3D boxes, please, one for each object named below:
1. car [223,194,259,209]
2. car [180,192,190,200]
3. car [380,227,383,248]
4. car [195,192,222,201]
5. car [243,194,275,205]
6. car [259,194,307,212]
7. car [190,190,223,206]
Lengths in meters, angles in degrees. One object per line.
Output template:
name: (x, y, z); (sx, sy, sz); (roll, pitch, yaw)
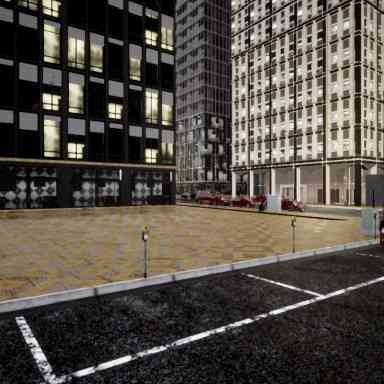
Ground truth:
car: (5.711, 1.105, 36.456); (1.802, 1.307, 4.206); (1, 0, -36)
car: (-0.511, 0.647, 59.516); (1.947, 1.339, 4.313); (1, 0, -36)
car: (9.155, 1.441, 13.094); (4.097, 1.590, 1.967); (0, 0, -36)
car: (2.641, 0.710, 55.122); (1.752, 1.417, 4.829); (1, 0, -36)
car: (9.237, 0.985, 45.919); (1.802, 1.307, 4.206); (1, 0, -36)
car: (8.963, 1.071, 31.926); (1.967, 1.590, 4.097); (1, 0, -36)
car: (2.470, 0.731, 40.985); (2.192, 1.841, 5.009); (1, 0, -36)
